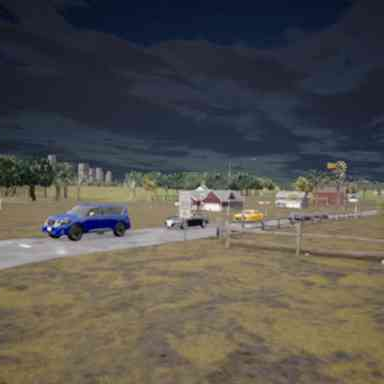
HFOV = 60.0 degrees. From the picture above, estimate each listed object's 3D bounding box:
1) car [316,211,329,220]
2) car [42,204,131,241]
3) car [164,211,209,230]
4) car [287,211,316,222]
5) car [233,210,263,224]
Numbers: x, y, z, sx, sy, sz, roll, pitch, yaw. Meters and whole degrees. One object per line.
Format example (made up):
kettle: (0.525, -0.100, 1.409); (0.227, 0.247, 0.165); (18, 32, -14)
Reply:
car: (20.140, 3.654, 52.654); (2.033, 1.411, 5.357); (1, -2, 35)
car: (-6.230, 1.770, 20.463); (2.150, 2.045, 5.566); (1, -2, 35)
car: (-0.397, 2.407, 28.705); (2.128, 1.511, 4.902); (1, -2, 35)
car: (14.434, 3.287, 44.543); (2.033, 1.411, 5.357); (1, -2, 36)
car: (6.582, 2.837, 38.494); (1.882, 1.535, 5.008); (1, -2, 36)
